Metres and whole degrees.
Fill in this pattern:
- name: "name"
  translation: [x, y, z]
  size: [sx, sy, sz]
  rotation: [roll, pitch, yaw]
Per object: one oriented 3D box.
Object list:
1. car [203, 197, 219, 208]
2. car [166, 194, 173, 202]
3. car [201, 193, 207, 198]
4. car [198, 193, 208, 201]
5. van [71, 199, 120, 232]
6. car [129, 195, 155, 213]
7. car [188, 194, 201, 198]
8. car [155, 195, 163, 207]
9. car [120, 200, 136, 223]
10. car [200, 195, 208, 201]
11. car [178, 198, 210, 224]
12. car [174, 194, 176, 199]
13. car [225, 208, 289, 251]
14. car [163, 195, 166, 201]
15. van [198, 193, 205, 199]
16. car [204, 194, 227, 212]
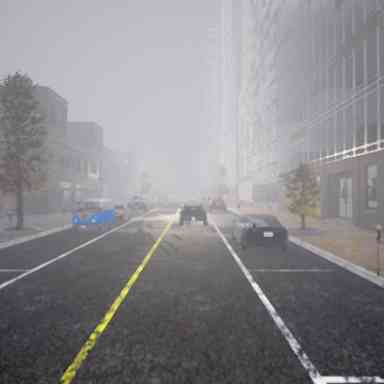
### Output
- name: "car"
  translation: [2.694, 1.447, 47.678]
  size: [1.947, 1.339, 4.313]
  rotation: [1, 0, 0]
- name: "car"
  translation: [-5.688, 1.269, 70.308]
  size: [1.967, 1.590, 4.097]
  rotation: [1, 0, 0]
- name: "car"
  translation: [2.698, 1.210, 42.034]
  size: [2.192, 1.841, 5.009]
  rotation: [1, 0, 0]
- name: "car"
  translation: [2.700, 1.117, 81.542]
  size: [2.192, 1.841, 5.009]
  rotation: [1, 0, 0]
- name: "van"
  translation: [-5.678, 1.293, 19.512]
  size: [1.690, 1.788, 3.998]
  rotation: [1, 0, 0]
- name: "car"
  translation: [-5.681, 1.224, 36.444]
  size: [2.192, 1.841, 5.009]
  rotation: [1, 0, 0]
- name: "car"
  translation: [0.093, 1.380, 44.984]
  size: [2.128, 1.511, 4.902]
  rotation: [0, 0, 0]
- name: "car"
  translation: [-5.686, 1.433, 47.732]
  size: [2.008, 1.369, 4.403]
  rotation: [1, 0, 0]
- name: "car"
  translation: [-5.683, 1.519, 25.157]
  size: [1.802, 1.307, 4.206]
  rotation: [1, 0, 0]
- name: "car"
  translation: [2.692, 1.397, 75.898]
  size: [1.802, 1.307, 4.206]
  rotation: [1, 0, 0]
- name: "car"
  translation: [0.096, 1.446, 23.868]
  size: [1.837, 1.490, 4.892]
  rotation: [0, 0, 0]
- name: "car"
  translation: [-5.694, 1.343, 92.884]
  size: [1.947, 1.339, 4.313]
  rotation: [1, 0, 0]
- name: "car"
  translation: [2.699, 1.531, 13.814]
  size: [1.947, 1.339, 4.313]
  rotation: [1, 0, 0]
- name: "car"
  translation: [-5.687, 1.413, 53.376]
  size: [1.887, 1.381, 4.507]
  rotation: [1, 0, 0]
- name: "van"
  translation: [2.660, 1.118, 92.830]
  size: [1.690, 1.788, 3.998]
  rotation: [1, 0, 0]
- name: "car"
  translation: [2.697, 1.349, 36.390]
  size: [1.967, 1.590, 4.097]
  rotation: [1, 0, 0]
